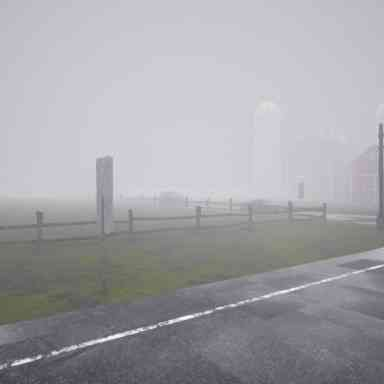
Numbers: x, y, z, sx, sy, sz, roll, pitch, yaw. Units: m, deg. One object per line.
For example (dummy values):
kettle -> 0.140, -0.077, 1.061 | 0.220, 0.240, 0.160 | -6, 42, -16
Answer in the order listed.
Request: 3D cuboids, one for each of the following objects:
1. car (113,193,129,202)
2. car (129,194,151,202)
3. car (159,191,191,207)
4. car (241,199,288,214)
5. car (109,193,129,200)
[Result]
car -> -12.899, 1.140, 60.330 | 1.895, 1.301, 4.718 | -1, 1, -36
car -> -9.057, 1.040, 59.860 | 1.994, 1.385, 4.181 | -1, 1, -35
car -> -2.442, 0.871, 45.644 | 2.150, 2.045, 5.566 | -1, 1, -35
car -> 7.135, 1.351, 32.344 | 2.033, 1.411, 5.357 | -1, 1, -36
car -> -14.903, 0.922, 68.014 | 2.033, 1.411, 5.357 | -1, 1, -36
